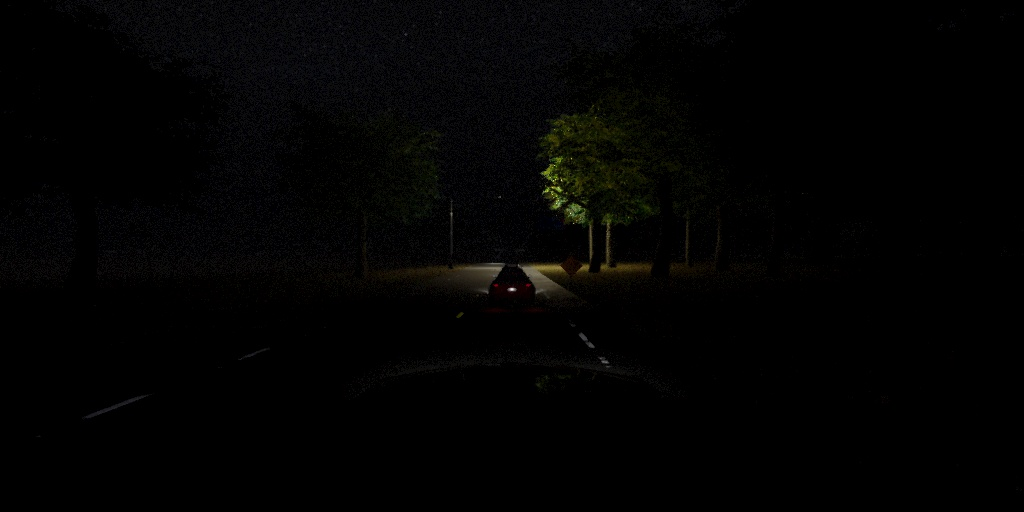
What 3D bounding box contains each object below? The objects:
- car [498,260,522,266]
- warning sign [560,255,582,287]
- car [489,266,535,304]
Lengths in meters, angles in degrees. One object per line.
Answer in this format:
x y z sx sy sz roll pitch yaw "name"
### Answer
0.000 1.294 31.500 1.994 1.385 4.181 0 0 0 "car"
3.550 0.864 21.603 1.300 1.860 1.060 0 0 0 "warning sign"
0.000 1.324 16.502 1.994 1.385 4.181 0 0 0 "car"
